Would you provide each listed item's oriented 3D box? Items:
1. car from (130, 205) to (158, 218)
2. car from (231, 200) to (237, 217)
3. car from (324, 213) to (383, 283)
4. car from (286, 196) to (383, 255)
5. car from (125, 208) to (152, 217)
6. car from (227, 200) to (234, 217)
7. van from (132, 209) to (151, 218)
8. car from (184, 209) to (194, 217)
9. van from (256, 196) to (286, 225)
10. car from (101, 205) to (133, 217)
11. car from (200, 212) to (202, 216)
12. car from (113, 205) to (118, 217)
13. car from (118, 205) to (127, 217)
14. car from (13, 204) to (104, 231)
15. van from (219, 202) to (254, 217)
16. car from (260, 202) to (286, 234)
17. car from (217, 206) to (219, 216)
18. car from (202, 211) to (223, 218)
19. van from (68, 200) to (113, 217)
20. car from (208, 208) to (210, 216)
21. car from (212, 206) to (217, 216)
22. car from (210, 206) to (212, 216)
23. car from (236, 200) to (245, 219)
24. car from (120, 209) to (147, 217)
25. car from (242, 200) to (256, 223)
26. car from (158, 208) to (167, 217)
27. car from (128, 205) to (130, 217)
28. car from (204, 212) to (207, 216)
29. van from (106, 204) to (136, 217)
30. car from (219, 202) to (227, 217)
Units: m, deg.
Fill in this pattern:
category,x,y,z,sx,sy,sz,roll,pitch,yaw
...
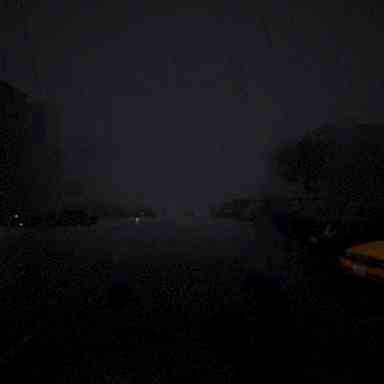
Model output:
category,x,y,z,sx,sy,sz,roll,pitch,yaw
car,-5.284,2.204,37.300,1.994,1.385,4.181,0,-3,-1
car,6.315,1.714,28.876,4.892,1.521,2.231,2,-3,-20
car,6.236,1.431,8.317,5.366,1.575,1.946,1,0,-20
car,6.381,1.169,11.306,5.566,2.045,2.435,1,0,-20
car,-12.206,4.709,75.579,5.566,2.045,2.435,1,-5,-21
car,6.293,1.832,31.801,5.008,1.535,2.097,2,-3,-20
van,-12.418,5.265,81.508,4.442,1.987,1.878,1,-5,-21
car,-0.558,3.972,64.106,1.882,1.535,5.008,0,-5,-1
van,6.477,1.253,20.153,4.442,1.987,1.878,1,-2,-20
car,-11.730,2.955,51.724,4.553,1.767,2.185,1,-4,-21
car,5.436,5.696,84.450,5.008,1.535,2.097,3,-6,-21
car,-11.640,2.163,39.761,4.553,1.767,2.185,0,-4,-21
car,-11.625,2.228,42.784,5.566,2.045,2.435,1,-4,-21
car,-7.982,1.550,19.907,1.895,1.301,4.718,2,-2,36
van,6.238,2.462,46.491,4.442,1.987,1.878,2,-4,-21
car,6.372,1.438,17.185,4.892,1.521,2.231,1,-1,-20
car,6.167,2.532,43.503,4.674,1.452,2.002,2,-4,-21
car,5.365,5.965,87.374,4.892,1.521,2.231,3,-6,-21
van,-11.467,1.886,36.831,4.442,1.987,1.878,1,-3,-21
car,5.953,3.505,58.139,4.892,1.521,2.231,2,-5,-21
car,6.095,2.878,49.362,5.008,1.535,2.097,2,-4,-21
car,5.975,3.162,55.217,4.553,1.767,2.185,2,-5,-21
car,6.503,1.616,26.024,5.366,1.575,1.946,1,-2,-20
car,-12.231,4.447,69.542,5.366,1.575,1.946,1,-5,-21
car,6.357,1.537,23.030,4.892,1.521,2.231,1,-1,-20
car,-5.503,3.555,58.406,2.128,1.511,4.902,0,-4,0
car,-11.713,2.912,48.720,4.674,1.452,2.002,1,-4,-21
car,5.890,3.702,64.025,5.566,2.045,2.435,3,-5,-21
van,-11.699,3.068,54.756,4.442,1.987,1.878,1,-5,-21
car,6.202,2.347,40.570,4.674,1.452,2.002,2,-4,-21
